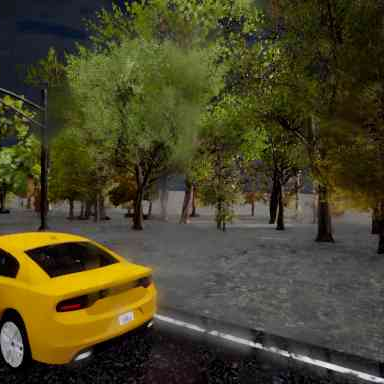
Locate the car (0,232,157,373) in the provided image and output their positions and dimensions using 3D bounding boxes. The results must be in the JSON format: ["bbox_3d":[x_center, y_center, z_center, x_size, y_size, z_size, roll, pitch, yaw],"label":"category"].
[{"bbox_3d":[-2.864,1.444,5.726,5.008,1.535,1.882,1,0,35],"label":"car"}]
